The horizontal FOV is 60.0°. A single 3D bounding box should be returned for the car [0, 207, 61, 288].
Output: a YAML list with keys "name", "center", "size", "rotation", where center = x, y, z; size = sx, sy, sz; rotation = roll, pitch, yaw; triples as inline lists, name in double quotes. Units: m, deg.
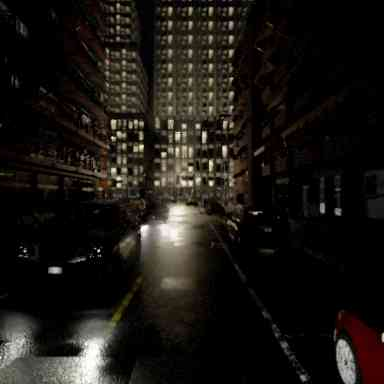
- name: "car"
  center: [-5.306, 1.359, 7.979]
  size: [2.192, 1.841, 5.009]
  rotation: [0, 0, 0]

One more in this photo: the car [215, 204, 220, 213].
- name: "car"
  center: [2.579, 1.634, 19.425]
  size: [1.752, 1.417, 4.829]
  rotation: [0, 0, 0]

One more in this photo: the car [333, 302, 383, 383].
- name: "car"
  center: [2.571, 1.558, 2.334]
  size: [1.887, 1.381, 4.507]
  rotation: [0, 0, 0]

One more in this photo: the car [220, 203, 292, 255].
- name: "car"
  center: [2.577, 1.391, 13.616]
  size: [2.192, 1.841, 5.009]
  rotation: [0, 0, 0]

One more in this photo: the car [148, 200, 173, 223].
- name: "car"
  center: [-2.796, 1.657, 26.740]
  size: [1.837, 1.490, 4.892]
  rotation: [0, -1, 0]

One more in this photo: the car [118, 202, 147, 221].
- name: "car"
  center: [-5.297, 1.697, 30.369]
  size: [1.752, 1.417, 4.829]
  rotation: [0, 0, 0]

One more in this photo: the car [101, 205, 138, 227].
- name: "car"
  center: [-5.300, 1.721, 24.898]
  size: [1.802, 1.307, 4.206]
  rotation: [0, 0, 0]

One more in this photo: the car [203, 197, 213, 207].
- name: "car"
  center: [2.589, 1.766, 41.986]
  size: [1.752, 1.417, 4.829]
  rotation: [0, 0, 0]

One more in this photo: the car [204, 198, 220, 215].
- name: "car"
  center: [2.586, 1.732, 36.346]
  size: [1.752, 1.417, 4.829]
  rotation: [0, 0, 0]

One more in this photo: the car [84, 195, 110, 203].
- name: "car"
  center: [-20.839, 1.531, 73.086]
  size: [5.009, 1.841, 2.192]
  rotation: [1, -1, 0]

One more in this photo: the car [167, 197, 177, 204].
- name: "car"
  center: [-5.101, 1.733, 68.514]
  size: [4.181, 1.385, 1.994]
  rotation: [1, 0, 29]

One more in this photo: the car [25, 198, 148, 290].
- name: "car"
  center: [-2.828, 1.274, 9.655]
  size: [2.150, 2.045, 5.566]
  rotation: [0, 0, 0]

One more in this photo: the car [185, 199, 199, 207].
- name: "car"
  center: [-0.047, 1.909, 60.110]
  size: [1.994, 1.385, 4.181]
  rotation: [0, 0, -8]

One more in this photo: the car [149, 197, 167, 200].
- name: "car"
  center: [-5.288, 1.589, 47.462]
  size: [2.192, 1.841, 5.009]
  rotation: [0, 0, 0]

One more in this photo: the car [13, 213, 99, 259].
- name: "car"
  center: [-5.304, 1.658, 13.618]
  size: [1.802, 1.307, 4.206]
  rotation: [0, 0, 0]
